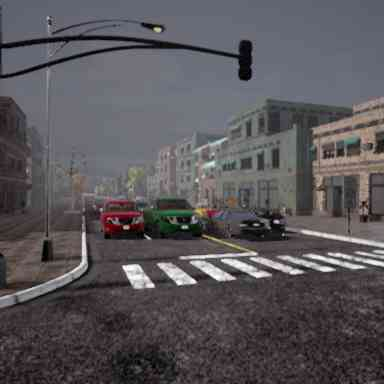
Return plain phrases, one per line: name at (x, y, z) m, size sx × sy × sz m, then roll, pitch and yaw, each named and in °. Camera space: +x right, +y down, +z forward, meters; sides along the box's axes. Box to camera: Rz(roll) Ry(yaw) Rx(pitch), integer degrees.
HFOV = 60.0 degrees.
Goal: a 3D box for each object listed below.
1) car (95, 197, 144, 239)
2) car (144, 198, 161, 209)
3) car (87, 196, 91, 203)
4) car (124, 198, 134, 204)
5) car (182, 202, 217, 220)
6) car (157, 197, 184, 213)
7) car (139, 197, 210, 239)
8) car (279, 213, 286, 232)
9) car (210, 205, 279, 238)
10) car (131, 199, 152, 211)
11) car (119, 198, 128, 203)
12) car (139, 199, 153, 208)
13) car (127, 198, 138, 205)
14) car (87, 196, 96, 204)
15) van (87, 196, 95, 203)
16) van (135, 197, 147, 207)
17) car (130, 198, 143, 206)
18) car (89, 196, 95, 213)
car at (-3.862, 1.365, 17.955) m, size 2.192 × 1.841 × 5.009 m, roll 0°, pitch 0°, yaw -18°
car at (-6.249, 1.799, 52.200) m, size 1.967 × 1.590 × 4.097 m, roll 0°, pitch 0°, yaw -18°
car at (-21.114, 1.993, 70.685) m, size 2.008 × 1.369 × 4.403 m, roll 0°, pitch 0°, yaw -18°
car at (-14.875, 2.136, 78.565) m, size 1.802 × 1.307 × 4.206 m, roll 0°, pitch 0°, yaw -18°
car at (0.599, 1.729, 31.269) m, size 1.752 × 1.417 × 4.829 m, roll 0°, pitch 0°, yaw -18°
car at (-2.799, 1.596, 41.655) m, size 2.192 × 1.841 × 5.009 m, roll 0°, pitch 0°, yaw -18°
car at (-1.175, 1.286, 18.087) m, size 2.150 × 2.045 × 5.566 m, roll 1°, pitch 0°, yaw -18°
car at (4.103, 1.689, 20.561) m, size 1.947 × 1.339 × 4.313 m, roll 0°, pitch 0°, yaw -18°
car at (2.227, 1.638, 18.296) m, size 2.033 × 1.411 × 5.357 m, roll 1°, pitch -1°, yaw -20°
car at (-7.147, 1.792, 46.466) m, size 2.128 × 1.511 × 4.902 m, roll 1°, pitch 0°, yaw -18°
car at (-18.325, 2.214, 89.112) m, size 1.802 × 1.307 × 4.206 m, roll 0°, pitch 0°, yaw -18°
car at (-7.973, 1.980, 57.473) m, size 1.802 × 1.307 × 4.206 m, roll 0°, pitch 0°, yaw -18°
car at (-13.150, 2.097, 73.292) m, size 1.802 × 1.307 × 4.206 m, roll 0°, pitch 0°, yaw -18°
car at (-24.565, 1.835, 81.233) m, size 2.192 × 1.841 × 5.009 m, roll 0°, pitch 0°, yaw -18°
van at (-26.290, 1.900, 86.506) m, size 1.690 × 1.788 × 3.998 m, roll 0°, pitch 0°, yaw -18°
van at (-9.700, 1.779, 62.747) m, size 1.690 × 1.788 × 3.998 m, roll 0°, pitch 0°, yaw -18°
car at (-11.424, 2.021, 68.019) m, size 1.887 × 1.381 × 4.507 m, roll 0°, pitch 0°, yaw -18°
car at (-10.762, 1.648, 39.046) m, size 1.967 × 1.590 × 4.097 m, roll 0°, pitch 0°, yaw -18°
